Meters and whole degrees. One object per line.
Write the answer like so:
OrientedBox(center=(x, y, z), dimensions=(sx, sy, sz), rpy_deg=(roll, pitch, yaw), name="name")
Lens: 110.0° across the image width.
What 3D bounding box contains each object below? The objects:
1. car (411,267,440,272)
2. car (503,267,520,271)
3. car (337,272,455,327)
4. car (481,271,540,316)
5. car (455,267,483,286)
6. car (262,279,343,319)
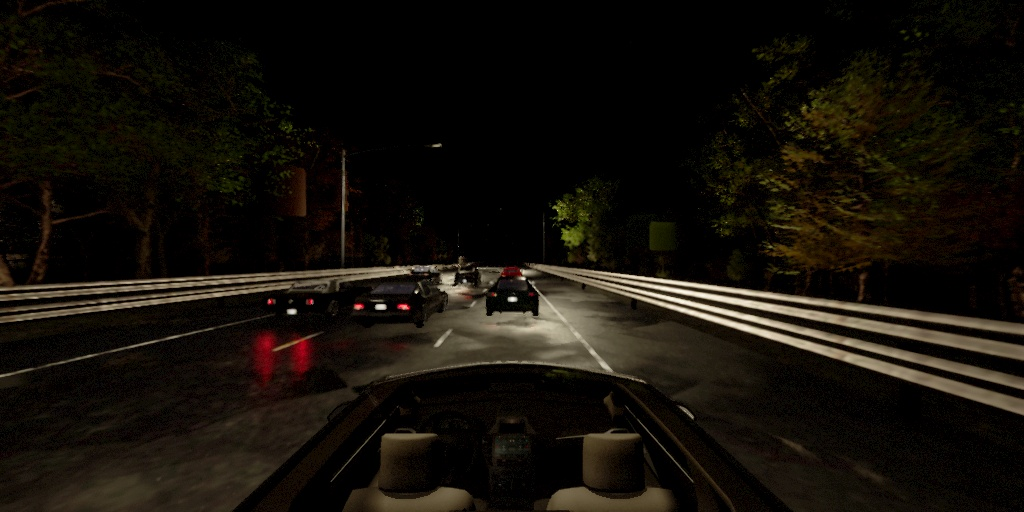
OrientedBox(center=(-7.037, 1.622, 29.232), dimensions=(2.128, 1.511, 4.902), rpy_deg=(0, -1, 0), name="car")
OrientedBox(center=(-0.034, 1.665, 29.962), dimensions=(1.812, 1.442, 4.674), rpy_deg=(0, -1, 0), name="car")
OrientedBox(center=(-3.489, 1.442, 12.077), dimensions=(2.033, 1.411, 5.357), rpy_deg=(0, -1, 0), name="car")
OrientedBox(center=(0.028, 1.491, 14.407), dimensions=(1.994, 1.385, 4.181), rpy_deg=(0, -1, 0), name="car")
OrientedBox(center=(-3.537, 1.636, 29.257), dimensions=(1.837, 1.490, 4.892), rpy_deg=(0, 0, 0), name="car")
OrientedBox(center=(-6.979, 1.516, 13.620), dimensions=(1.895, 1.301, 4.718), rpy_deg=(0, -1, 0), name="car")
